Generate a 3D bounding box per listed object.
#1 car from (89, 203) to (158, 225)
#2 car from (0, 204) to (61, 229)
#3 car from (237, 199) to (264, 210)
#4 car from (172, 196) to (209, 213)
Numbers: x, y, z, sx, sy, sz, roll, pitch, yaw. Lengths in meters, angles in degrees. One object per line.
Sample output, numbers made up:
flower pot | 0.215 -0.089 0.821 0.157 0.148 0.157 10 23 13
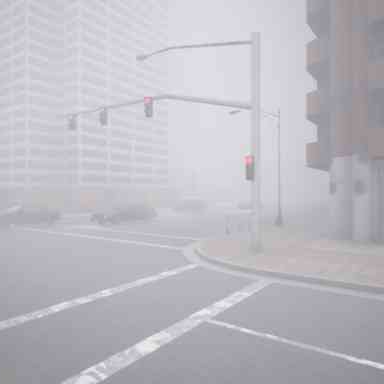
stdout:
car | -4.786 1.534 24.174 2.033 1.411 5.357 0 0 35
car | -10.985 1.509 21.824 1.812 1.442 4.674 0 0 40
car | 7.302 1.551 41.285 1.994 1.385 4.181 0 0 36
car | -0.112 1.489 36.888 1.837 1.490 4.892 0 0 35
